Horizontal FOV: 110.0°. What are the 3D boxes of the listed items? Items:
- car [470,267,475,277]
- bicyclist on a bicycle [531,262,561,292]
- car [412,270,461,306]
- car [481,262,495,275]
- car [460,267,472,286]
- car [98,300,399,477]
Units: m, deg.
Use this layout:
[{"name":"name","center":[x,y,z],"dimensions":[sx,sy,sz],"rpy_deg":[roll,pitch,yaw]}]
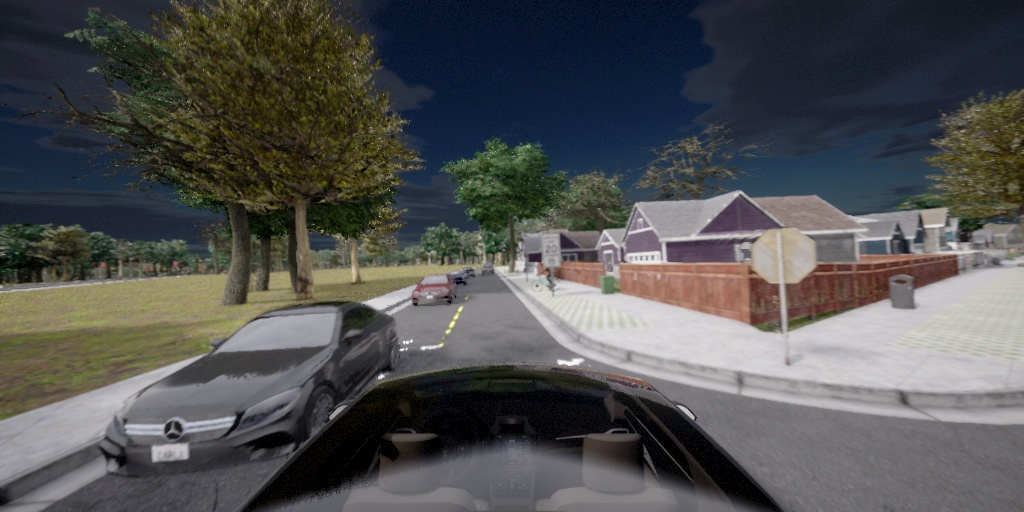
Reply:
[{"name":"car","center":[-5.855,2.133,47.088],"dimensions":[1.994,1.385,4.181],"rpy_deg":[-3,-1,-4]},{"name":"bicyclist on a bicycle","center":[1.848,1.158,19.796],"dimensions":[1.656,1.620,0.582],"rpy_deg":[-3,-1,-4]},{"name":"car","center":[-3.919,1.661,18.661],"dimensions":[1.812,1.442,4.674],"rpy_deg":[-3,-1,-4]},{"name":"car","center":[-3.640,2.027,54.885],"dimensions":[2.128,1.511,4.902],"rpy_deg":[-3,-1,-4]},{"name":"car","center":[-4.826,1.940,31.467],"dimensions":[1.895,1.301,4.718],"rpy_deg":[-3,-1,-4]},{"name":"car","center":[-3.040,1.454,5.373],"dimensions":[1.812,1.442,4.674],"rpy_deg":[-3,-1,-3]}]
